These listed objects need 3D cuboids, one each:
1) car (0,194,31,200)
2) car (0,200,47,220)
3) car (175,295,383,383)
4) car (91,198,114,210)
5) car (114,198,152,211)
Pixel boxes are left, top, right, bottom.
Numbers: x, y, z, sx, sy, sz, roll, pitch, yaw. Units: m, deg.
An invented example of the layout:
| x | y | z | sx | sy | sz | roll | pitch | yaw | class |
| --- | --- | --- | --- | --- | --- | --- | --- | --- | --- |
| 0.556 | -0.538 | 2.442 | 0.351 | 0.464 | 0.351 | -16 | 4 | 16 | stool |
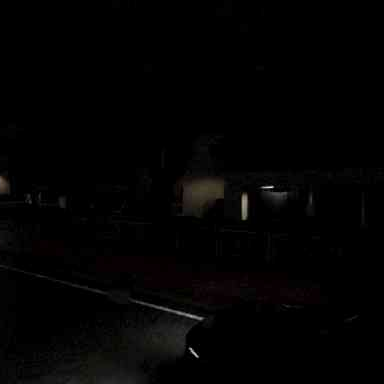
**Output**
| x | y | z | sx | sy | sz | roll | pitch | yaw | class |
| --- | --- | --- | --- | --- | --- | --- | --- | --- | --- |
| -17.589 | 1.222 | 30.567 | 2.150 | 2.045 | 5.566 | 0 | 0 | 36 | car |
| -14.964 | 1.600 | 28.187 | 1.895 | 1.301 | 4.718 | 0 | 0 | 35 | car |
| 2.025 | 1.526 | 2.541 | 4.674 | 1.442 | 1.812 | 0 | 0 | 36 | car |
| -10.169 | 1.491 | 40.951 | 2.128 | 1.511 | 4.902 | 0 | 0 | 35 | car |
| -6.754 | 1.564 | 39.712 | 1.994 | 1.385 | 4.181 | 0 | 0 | 35 | car |
